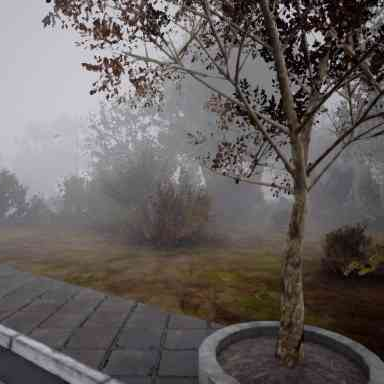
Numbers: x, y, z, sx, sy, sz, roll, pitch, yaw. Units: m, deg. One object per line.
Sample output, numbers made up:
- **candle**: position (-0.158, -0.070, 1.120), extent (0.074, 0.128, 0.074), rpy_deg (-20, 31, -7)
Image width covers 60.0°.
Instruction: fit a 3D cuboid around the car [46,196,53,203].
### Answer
- **car**: position (-18.002, 1.269, 42.297), extent (2.033, 1.411, 5.357), rpy_deg (1, 0, 32)
